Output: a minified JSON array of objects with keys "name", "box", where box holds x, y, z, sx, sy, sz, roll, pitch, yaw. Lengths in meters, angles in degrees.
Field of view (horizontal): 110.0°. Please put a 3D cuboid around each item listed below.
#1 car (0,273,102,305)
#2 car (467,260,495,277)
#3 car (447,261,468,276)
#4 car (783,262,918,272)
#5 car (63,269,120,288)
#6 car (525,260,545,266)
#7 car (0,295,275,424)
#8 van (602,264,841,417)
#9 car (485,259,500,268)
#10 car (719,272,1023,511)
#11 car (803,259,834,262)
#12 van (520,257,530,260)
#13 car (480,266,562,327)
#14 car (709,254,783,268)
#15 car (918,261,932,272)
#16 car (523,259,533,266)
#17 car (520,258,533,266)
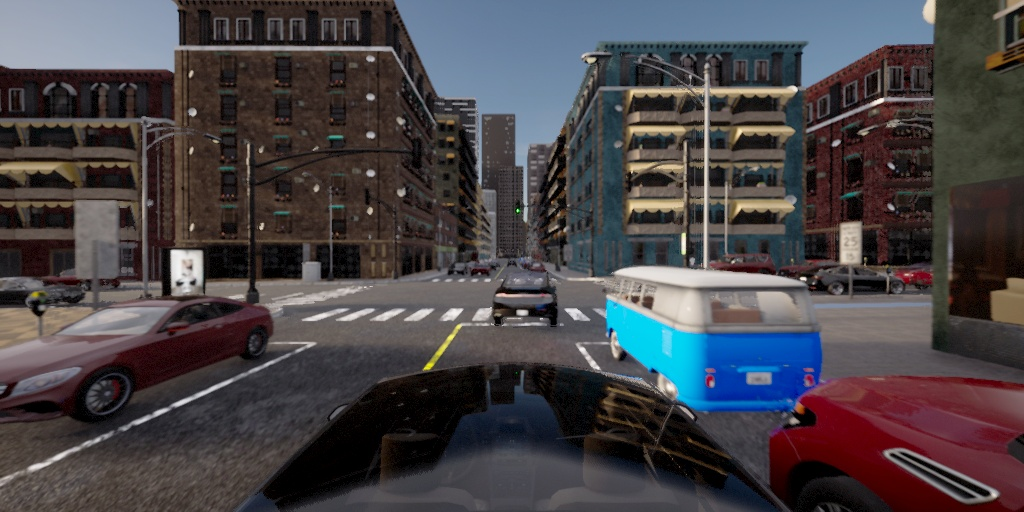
[{"name":"car","box":[-22.393,1.642,16.515,4.403,1.370,2.007,0,0,0]},{"name":"car","box":[-3.095,1.368,36.148,1.895,1.301,4.718,0,0,0]},{"name":"car","box":[-5.692,1.334,38.151,1.948,1.339,4.313,0,0,0]},{"name":"car","box":[15.794,1.104,16.919,4.313,1.339,1.948,0,0,0]},{"name":"car","box":[-30.261,1.582,25.098,4.097,1.591,1.967,0,0,0]},{"name":"car","box":[2.690,1.351,38.139,1.802,1.307,4.207,0,0,0]},{"name":"car","box":[-5.692,1.333,5.746,1.802,1.307,4.207,0,0,0]},{"name":"van","box":[2.689,1.092,5.745,1.690,1.789,3.998,0,0,0]},{"name":"car","box":[-3.083,1.379,49.438,1.895,1.301,4.718,0,0,0]},{"name":"car","box":[2.689,1.064,0.217,2.192,1.841,5.009,0,0,0]},{"name":"car","box":[21.343,0.942,25.339,4.507,1.381,1.888,0,0,0]},{"name":"van","box":[2.690,1.130,60.233,1.690,1.789,3.998,0,0,0]},{"name":"car","box":[0.569,1.245,11.657,2.128,1.511,4.902,0,0,7]},{"name":"car","box":[15.773,0.792,25.299,5.009,1.841,2.192,0,0,0]},{"name":"car","box":[21.364,1.040,16.959,4.207,1.307,1.802,0,0,0]},{"name":"car","box":[2.690,1.339,43.663,1.948,1.339,4.313,0,0,0]},{"name":"car","box":[2.690,1.329,54.709,1.888,1.381,4.507,0,0,0]}]
